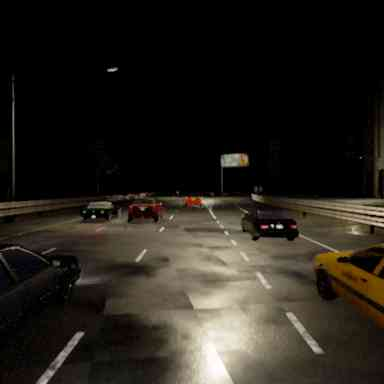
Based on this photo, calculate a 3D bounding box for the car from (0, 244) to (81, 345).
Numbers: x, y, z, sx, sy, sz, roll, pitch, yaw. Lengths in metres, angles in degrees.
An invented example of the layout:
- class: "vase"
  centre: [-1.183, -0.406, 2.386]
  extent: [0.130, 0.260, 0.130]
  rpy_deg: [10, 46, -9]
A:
- class: "car"
  centre: [-3.393, 1.510, 4.990]
  extent: [2.033, 1.411, 5.357]
  rpy_deg: [0, 0, 0]

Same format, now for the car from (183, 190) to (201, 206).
- class: "car"
  centre: [0.200, 1.021, 45.946]
  extent: [2.097, 1.767, 4.553]
  rpy_deg: [0, 0, 0]

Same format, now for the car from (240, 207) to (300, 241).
- class: "car"
  centre: [3.533, 1.432, 15.947]
  extent: [2.033, 1.411, 5.357]
  rpy_deg: [0, 0, 0]

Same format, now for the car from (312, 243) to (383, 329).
- class: "car"
  centre: [3.505, 1.418, 5.165]
  extent: [1.801, 1.575, 5.366]
  rpy_deg: [0, 0, 0]

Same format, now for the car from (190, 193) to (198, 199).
- class: "car"
  centre: [0.399, 0.933, 78.988]
  extent: [1.812, 1.442, 4.674]
  rpy_deg: [0, 1, 0]

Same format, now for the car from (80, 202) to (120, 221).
- class: "car"
  centre: [-6.822, 1.418, 25.350]
  extent: [1.895, 1.301, 4.718]
  rpy_deg: [0, 0, 0]

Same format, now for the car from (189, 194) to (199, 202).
- class: "car"
  centre: [0.399, 1.075, 62.287]
  extent: [1.812, 1.442, 4.674]
  rpy_deg: [0, 0, 0]

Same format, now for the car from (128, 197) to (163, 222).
- class: "car"
  centre: [-3.324, 1.174, 24.589]
  extent: [2.097, 1.767, 4.553]
  rpy_deg: [0, 0, 0]
